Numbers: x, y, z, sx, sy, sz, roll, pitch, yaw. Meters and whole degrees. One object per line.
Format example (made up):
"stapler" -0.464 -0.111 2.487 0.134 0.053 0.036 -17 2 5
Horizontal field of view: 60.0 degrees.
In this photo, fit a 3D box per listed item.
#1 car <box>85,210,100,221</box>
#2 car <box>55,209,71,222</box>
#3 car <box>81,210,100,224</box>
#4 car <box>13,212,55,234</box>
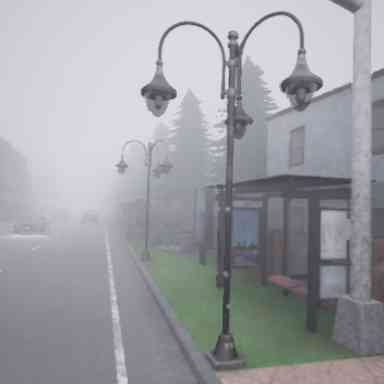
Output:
"car" -14.626 3.402 49.022 1.994 1.385 4.181 2 -3 -15
"car" -16.275 2.865 41.610 1.837 1.490 4.892 2 -3 -15
"car" -11.897 2.935 38.978 1.882 1.535 5.008 2 -3 -14
"car" -11.970 2.382 25.120 1.994 1.385 4.181 2 -3 -15
